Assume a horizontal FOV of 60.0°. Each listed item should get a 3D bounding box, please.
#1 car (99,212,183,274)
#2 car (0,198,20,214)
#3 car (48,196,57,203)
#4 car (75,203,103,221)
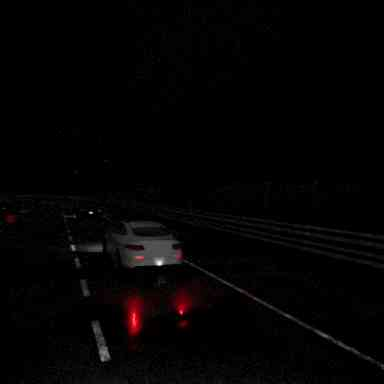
[{"bbox_3d":[-1.719,1.608,10.854,1.812,1.442,4.674,2,-1,-22],"label":"car"},{"bbox_3d":[-18.241,1.331,32.933,1.812,1.442,4.674,2,-1,-22],"label":"car"},{"bbox_3d":[-34.171,1.848,81.204,1.837,1.490,4.892,2,-2,-22],"label":"car"},{"bbox_3d":[-8.716,1.609,28.089,1.994,1.385,4.181,2,-1,-22],"label":"car"}]
